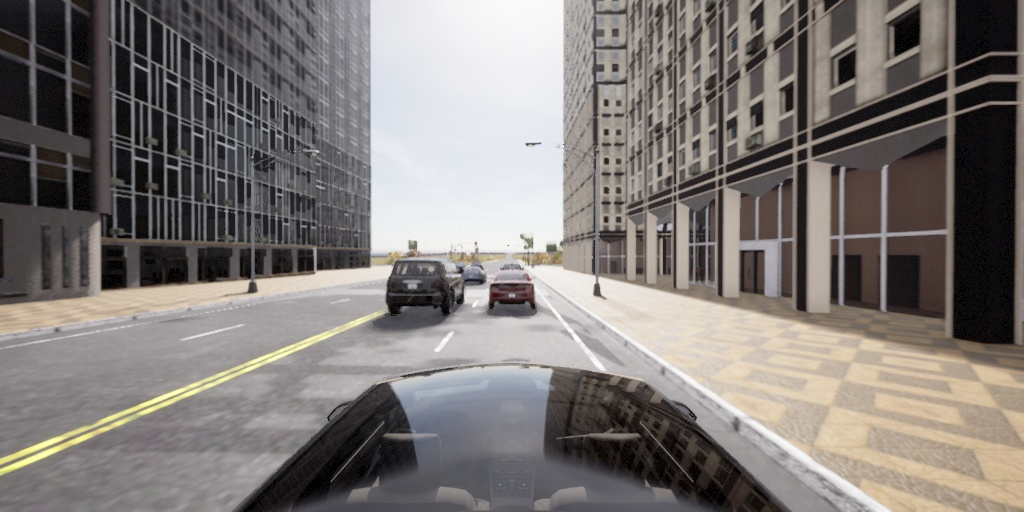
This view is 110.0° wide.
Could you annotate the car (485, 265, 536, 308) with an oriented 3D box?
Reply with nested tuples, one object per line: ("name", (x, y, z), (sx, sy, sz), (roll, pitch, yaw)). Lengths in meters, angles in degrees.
("car", (0.024, 1.364, 16.080), (1.882, 1.535, 5.008), (0, 0, 1))

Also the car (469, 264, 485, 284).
("car", (-3.234, 1.583, 30.372), (1.994, 1.385, 4.181), (0, 0, 0))

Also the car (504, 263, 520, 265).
("car", (0.014, 1.369, 30.252), (2.097, 1.767, 4.553), (0, -1, 0))

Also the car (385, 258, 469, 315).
("car", (-3.243, 1.096, 14.396), (2.150, 2.045, 5.566), (0, 0, 0))
